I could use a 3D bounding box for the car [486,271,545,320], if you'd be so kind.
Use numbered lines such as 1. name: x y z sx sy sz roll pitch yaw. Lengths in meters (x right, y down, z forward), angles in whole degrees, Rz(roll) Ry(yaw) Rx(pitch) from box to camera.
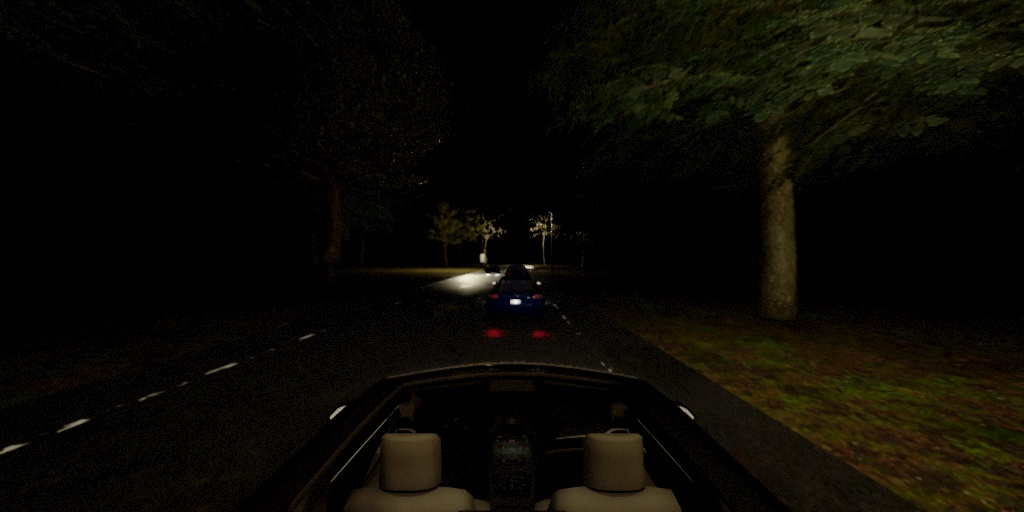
1. car: 0.142 1.414 13.178 1.994 1.385 4.181 0 -1 1

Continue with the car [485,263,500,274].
1. car: -2.670 1.748 50.089 2.033 1.411 5.357 0 -1 2

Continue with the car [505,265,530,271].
1. car: 0.405 1.475 29.169 1.882 1.535 5.008 0 -1 2
